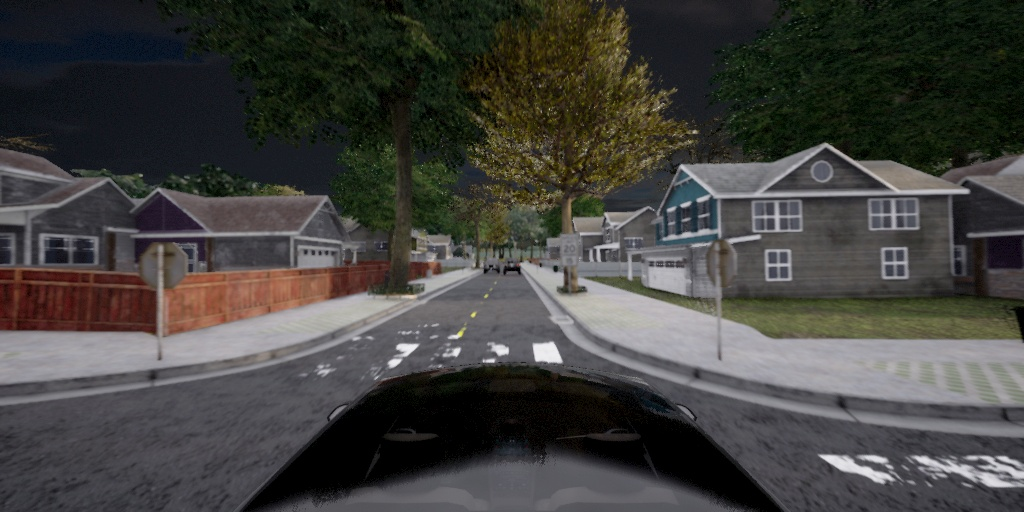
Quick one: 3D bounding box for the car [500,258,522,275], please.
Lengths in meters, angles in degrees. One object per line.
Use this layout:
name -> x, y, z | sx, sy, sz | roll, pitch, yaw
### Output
car -> 0.012, 1.237, 44.473 | 2.150, 2.045, 5.566 | -1, 0, 0

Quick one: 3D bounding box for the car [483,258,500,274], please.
car -> -2.733, 1.316, 49.421 | 2.150, 2.045, 5.566 | -1, 0, 0
